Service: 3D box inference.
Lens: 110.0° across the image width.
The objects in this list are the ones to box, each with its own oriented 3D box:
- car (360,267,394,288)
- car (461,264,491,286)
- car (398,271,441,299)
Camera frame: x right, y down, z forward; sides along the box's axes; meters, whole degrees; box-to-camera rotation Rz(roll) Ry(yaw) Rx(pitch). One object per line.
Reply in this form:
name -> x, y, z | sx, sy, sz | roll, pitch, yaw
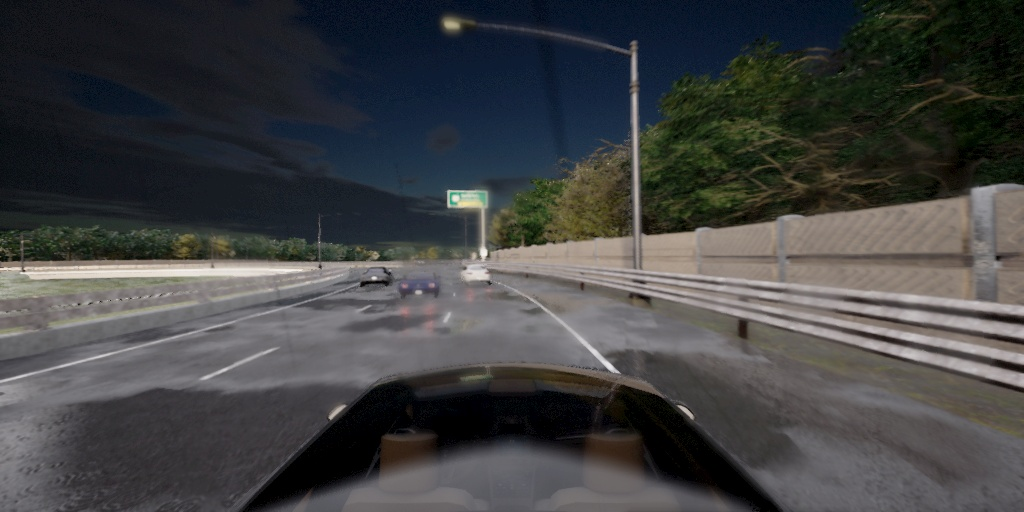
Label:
car -> -9.936, 1.502, 26.559 | 1.994, 1.385, 4.181 | -1, 0, -14
car -> -2.706, 1.334, 26.380 | 1.812, 1.442, 4.674 | -1, 0, -13
car -> -4.756, 1.443, 19.084 | 1.895, 1.301, 4.718 | -1, 0, -9
